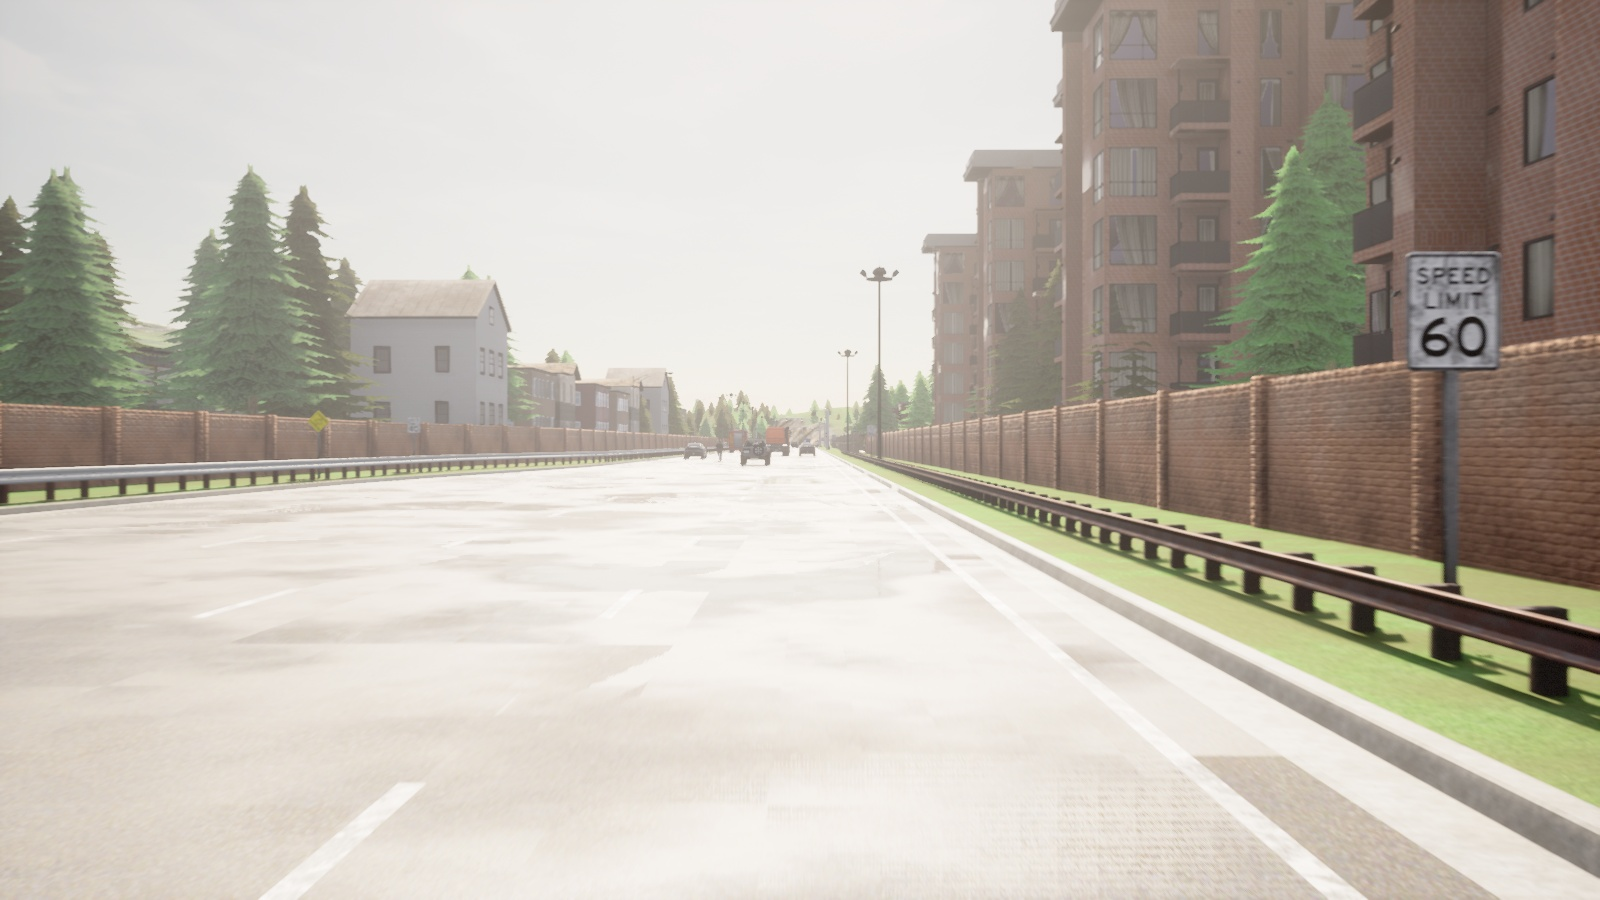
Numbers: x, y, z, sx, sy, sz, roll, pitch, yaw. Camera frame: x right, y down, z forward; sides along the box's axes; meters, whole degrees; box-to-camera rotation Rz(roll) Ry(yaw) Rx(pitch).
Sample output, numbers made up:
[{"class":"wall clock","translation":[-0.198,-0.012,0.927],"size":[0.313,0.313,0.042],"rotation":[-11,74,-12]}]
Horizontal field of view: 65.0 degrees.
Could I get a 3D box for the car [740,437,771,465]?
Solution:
[{"class":"car","translation":[-3.001,0.082,85.290],"size":[1.932,1.855,4.605],"rotation":[0,0,0]}]
